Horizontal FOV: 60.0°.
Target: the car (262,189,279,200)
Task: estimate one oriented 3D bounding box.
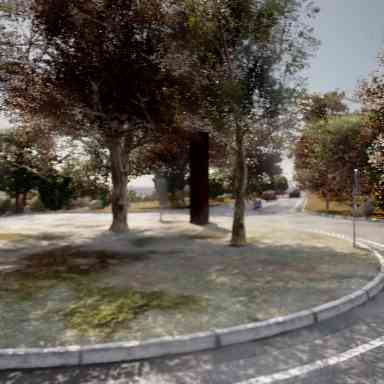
[{"bbox_3d":[13.558,0.517,58.329,2.097,1.767,4.553,0,1,21],"label":"car"}]

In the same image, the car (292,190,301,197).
[{"bbox_3d":[24.710,0.298,78.407,1.837,1.490,4.892,0,0,20],"label":"car"}]

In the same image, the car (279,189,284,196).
[{"bbox_3d":[19.285,0.047,73.783,2.097,1.767,4.553,0,1,20],"label":"car"}]

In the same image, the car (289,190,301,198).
[{"bbox_3d":[21.120,0.444,68.626,1.837,1.490,4.892,0,1,20],"label":"car"}]
